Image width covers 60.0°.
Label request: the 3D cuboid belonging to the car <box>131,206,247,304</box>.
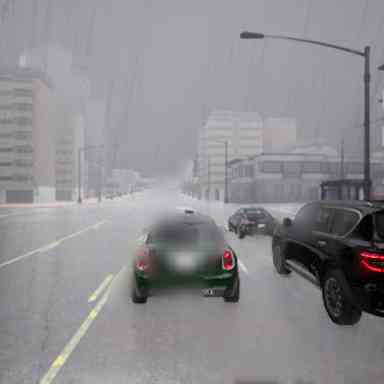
[{"bbox_3d":[-0.167,1.305,8.240,2.097,1.767,4.553,0,0,-1],"label":"car"}]

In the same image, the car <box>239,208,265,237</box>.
[{"bbox_3d":[3.022,1.471,16.780,1.994,1.385,4.181,0,0,-3],"label":"car"}]

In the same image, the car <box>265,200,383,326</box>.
[{"bbox_3d":[3.388,1.177,7.149,2.150,2.045,5.566,0,0,-1],"label":"car"}]

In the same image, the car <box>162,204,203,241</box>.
[{"bbox_3d":[-0.498,1.431,16.968,1.812,1.442,4.674,0,0,-2],"label":"car"}]
